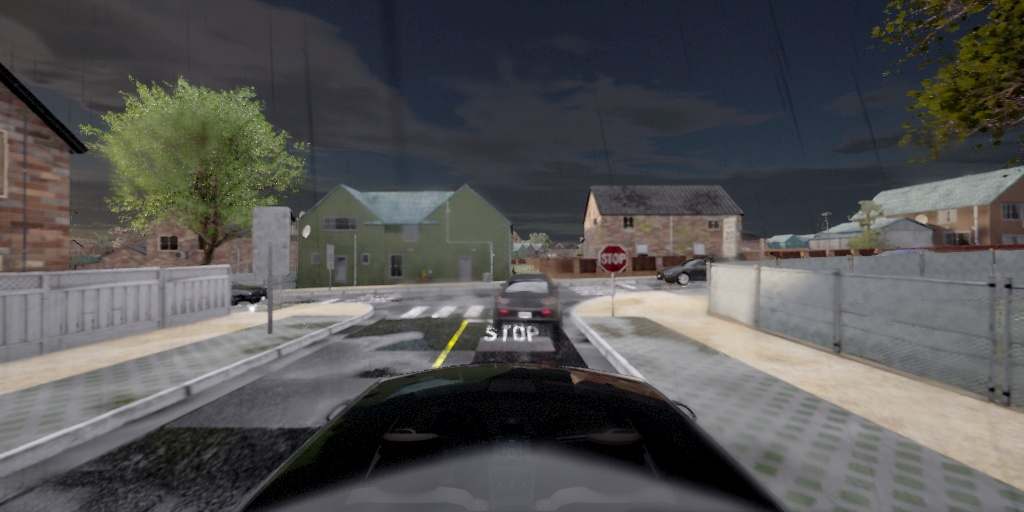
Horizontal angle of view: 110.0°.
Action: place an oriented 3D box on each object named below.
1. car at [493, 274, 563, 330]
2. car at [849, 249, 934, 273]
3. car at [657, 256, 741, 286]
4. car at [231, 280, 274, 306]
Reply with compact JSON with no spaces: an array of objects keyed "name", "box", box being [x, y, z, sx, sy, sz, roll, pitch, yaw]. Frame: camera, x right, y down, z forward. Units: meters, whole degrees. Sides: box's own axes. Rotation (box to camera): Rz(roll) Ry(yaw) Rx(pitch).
[{"name":"car","box":[0.565,1.266,10.995,1.812,1.442,4.674,0,0,6]},{"name":"car","box":[21.532,0.384,20.090,5.008,1.535,1.882,-2,0,0]},{"name":"car","box":[10.699,0.801,20.178,4.892,1.490,1.837,-2,0,0]},{"name":"car","box":[-14.729,1.767,17.432,5.357,1.411,2.033,-2,0,0]}]
